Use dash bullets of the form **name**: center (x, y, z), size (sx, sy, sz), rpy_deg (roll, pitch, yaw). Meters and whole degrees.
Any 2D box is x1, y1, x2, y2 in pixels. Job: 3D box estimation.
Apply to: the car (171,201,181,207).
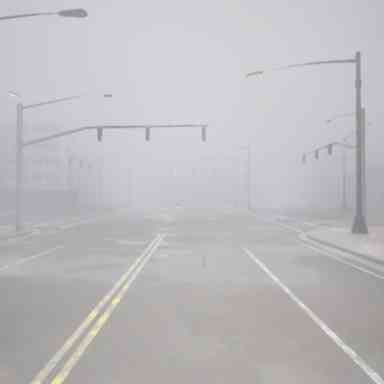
- **car**: center (-3.504, 2.559, 72.153), size (1.994, 1.385, 4.181), rpy_deg (0, -1, 0)
